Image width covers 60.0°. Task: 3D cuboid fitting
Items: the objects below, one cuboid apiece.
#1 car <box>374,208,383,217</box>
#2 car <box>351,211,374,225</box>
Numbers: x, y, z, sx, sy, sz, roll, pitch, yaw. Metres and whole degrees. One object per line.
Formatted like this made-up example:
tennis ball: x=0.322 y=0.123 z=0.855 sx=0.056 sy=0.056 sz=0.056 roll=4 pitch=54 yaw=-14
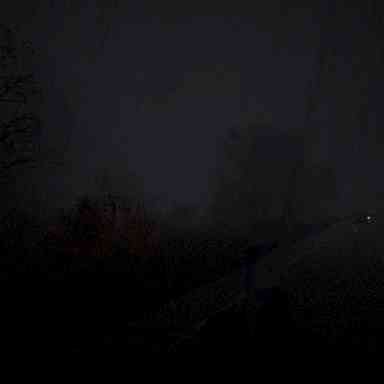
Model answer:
car: x=40.009 y=4.539 z=70.990 sx=1.994 sy=1.385 sz=4.181 roll=-5 pitch=-5 yaw=36
car: x=21.186 y=3.197 z=41.572 sx=2.097 sy=1.767 sz=4.553 roll=-4 pitch=-4 yaw=29
